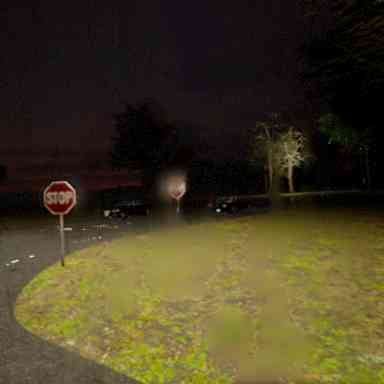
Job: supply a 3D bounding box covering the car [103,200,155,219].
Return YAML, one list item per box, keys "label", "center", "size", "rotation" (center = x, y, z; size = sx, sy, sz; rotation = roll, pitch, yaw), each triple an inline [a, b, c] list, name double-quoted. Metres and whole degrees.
- label: "car"
  center: [-5.154, 1.404, 27.466]
  size: [2.128, 1.511, 4.902]
  rotation: [-3, -1, 34]

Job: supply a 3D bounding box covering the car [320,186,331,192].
- label: "car"
  center: [34.353, -0.812, 85.351]
  size: [1.837, 1.490, 4.892]
  rotation: [-3, 0, 35]

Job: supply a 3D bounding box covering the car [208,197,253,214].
- label: "car"
  center: [3.250, 1.068, 27.371]
  size: [1.895, 1.301, 4.718]
  rotation: [-3, -1, 34]
